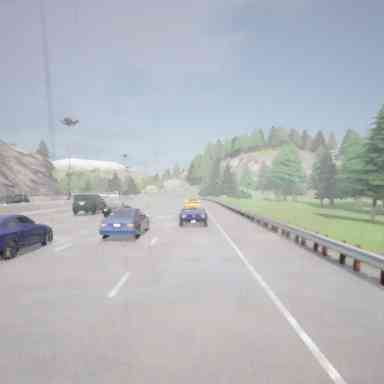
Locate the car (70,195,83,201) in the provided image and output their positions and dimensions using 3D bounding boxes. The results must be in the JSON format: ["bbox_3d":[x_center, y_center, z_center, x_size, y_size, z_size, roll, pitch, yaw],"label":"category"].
[{"bbox_3d":[-28.551,1.526,82.441,1.812,1.442,4.674,0,0,-3],"label":"car"}]

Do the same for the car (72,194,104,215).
[{"bbox_3d":[-10.407,1.222,34.012,2.150,2.045,5.566,0,0,0],"label":"car"}]

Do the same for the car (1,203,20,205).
[{"bbox_3d":[-21.100,1.222,38.831,2.150,2.045,5.566,0,0,0],"label":"car"}]

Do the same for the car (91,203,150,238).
[{"bbox_3d":[-3.404,1.548,17.542,2.033,1.411,5.357,0,0,0],"label":"car"}]

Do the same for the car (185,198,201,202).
[{"bbox_3d":[0.091,1.479,41.560,1.882,1.535,5.008,0,0,0],"label":"car"}]

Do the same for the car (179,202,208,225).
[{"bbox_3d":[0.095,1.602,23.571,1.895,1.301,4.718,0,0,0],"label":"car"}]

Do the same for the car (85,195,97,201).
[{"bbox_3d":[-25.073,1.502,82.835,1.837,1.490,4.892,0,0,-3],"label":"car"}]

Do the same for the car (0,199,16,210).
[{"bbox_3d":[-24.592,1.602,42.305,1.895,1.301,4.718,0,0,0],"label":"car"}]

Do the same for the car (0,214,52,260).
[{"bbox_3d":[-6.902,1.526,12.385,1.812,1.442,4.674,0,0,0],"label":"car"}]

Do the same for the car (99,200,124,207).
[{"bbox_3d":[-6.907,1.602,31.129,1.895,1.301,4.718,0,0,0],"label":"car"}]
